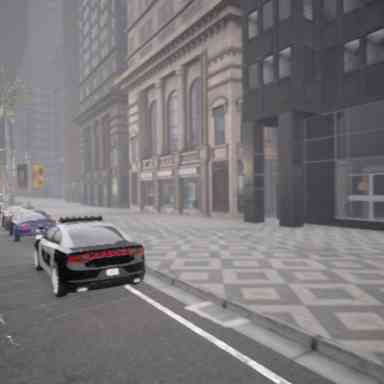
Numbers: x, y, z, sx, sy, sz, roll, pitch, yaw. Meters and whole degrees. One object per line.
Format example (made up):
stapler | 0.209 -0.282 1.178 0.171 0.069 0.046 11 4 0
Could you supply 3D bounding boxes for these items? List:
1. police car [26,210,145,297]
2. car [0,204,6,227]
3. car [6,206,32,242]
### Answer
police car | -3.031 1.465 9.024 1.930 1.638 5.238 -1 0 -33
car | -11.606 1.693 22.401 1.812 1.442 4.674 -1 0 -33
car | -8.368 1.645 17.350 1.812 1.442 4.674 -1 0 -33
